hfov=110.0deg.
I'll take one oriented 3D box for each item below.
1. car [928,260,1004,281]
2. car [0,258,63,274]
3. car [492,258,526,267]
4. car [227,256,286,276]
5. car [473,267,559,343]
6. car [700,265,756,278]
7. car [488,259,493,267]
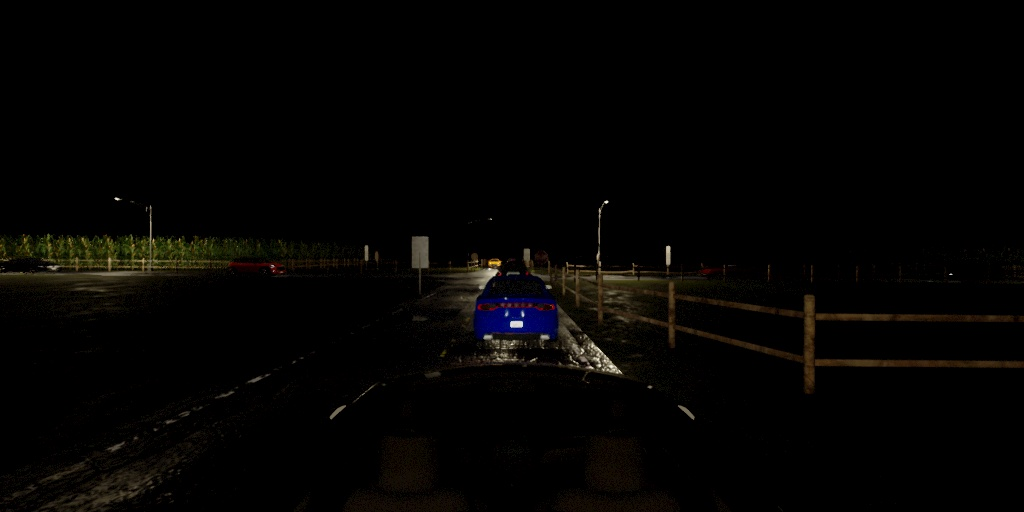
[{"bbox_3d":[45.216,1.379,35.737,5.566,2.045,2.150,1,0,1],"label":"car"},{"bbox_3d":[-45.419,0.932,33.757,4.674,1.442,1.812,0,0,1],"label":"car"},{"bbox_3d":[0.094,1.100,22.390,2.097,1.767,4.553,0,0,0],"label":"car"},{"bbox_3d":[-23.779,0.928,33.511,4.553,1.767,2.097,0,0,1],"label":"car"},{"bbox_3d":[0.095,1.227,9.695,1.882,1.535,5.008,0,0,0],"label":"car"},{"bbox_3d":[21.573,1.536,36.028,4.718,1.301,1.895,1,0,1],"label":"car"},{"bbox_3d":[-2.833,1.221,58.713,1.882,1.535,5.008,0,0,0],"label":"car"}]
